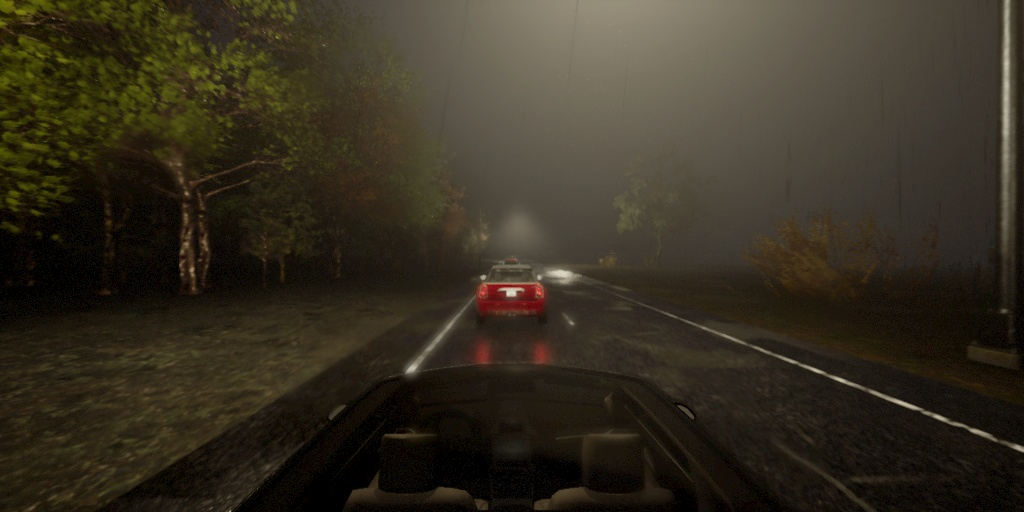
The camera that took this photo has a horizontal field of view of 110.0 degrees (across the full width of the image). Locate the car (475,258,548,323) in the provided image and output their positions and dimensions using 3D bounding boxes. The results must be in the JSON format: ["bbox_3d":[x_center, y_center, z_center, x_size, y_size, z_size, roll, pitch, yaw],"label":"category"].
[{"bbox_3d":[-0.010,1.062,12.090,2.097,1.767,4.553,0,0,0],"label":"car"}]

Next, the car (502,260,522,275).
[{"bbox_3d":[-0.034,1.168,37.592,1.994,1.385,4.181,0,0,0],"label":"car"}]
